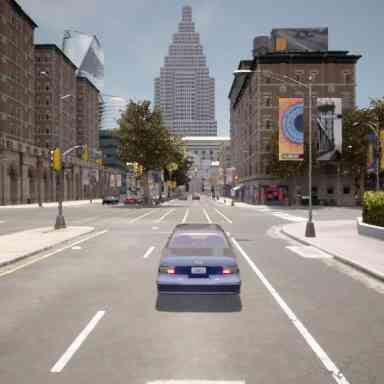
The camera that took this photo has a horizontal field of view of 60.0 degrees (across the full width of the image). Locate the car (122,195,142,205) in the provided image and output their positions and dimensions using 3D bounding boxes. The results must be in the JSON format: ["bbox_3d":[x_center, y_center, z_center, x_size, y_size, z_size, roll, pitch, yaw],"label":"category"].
[{"bbox_3d":[-10.832,1.478,59.804,1.882,1.535,5.008,0,0,1],"label":"car"}]

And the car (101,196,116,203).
[{"bbox_3d":[-17.387,1.595,69.776,1.895,1.301,4.718,0,0,1],"label":"car"}]

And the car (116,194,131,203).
[{"bbox_3d":[-14.151,1.355,68.729,2.097,1.767,4.553,0,0,1],"label":"car"}]

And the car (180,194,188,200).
[{"bbox_3d":[-2.386,1.540,89.603,2.033,1.411,5.357,0,0,1],"label":"car"}]

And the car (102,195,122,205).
[{"bbox_3d":[-14.351,1.601,58.622,1.895,1.301,4.718,0,0,1],"label":"car"}]

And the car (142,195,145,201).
[{"bbox_3d":[-10.640,1.500,69.600,1.837,1.490,4.892,0,0,1],"label":"car"}]

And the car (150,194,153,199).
[{"bbox_3d":[-10.514,1.355,79.588,2.097,1.767,4.553,0,0,1],"label":"car"}]

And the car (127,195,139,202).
[{"bbox_3d":[-14.023,1.478,78.828,1.882,1.535,5.008,0,0,1],"label":"car"}]

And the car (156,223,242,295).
[{"bbox_3d":[0.171,1.547,8.882,2.033,1.411,5.357,0,0,1],"label":"car"}]

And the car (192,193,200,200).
[{"bbox_3d":[1.118,1.350,89.961,2.097,1.767,4.553,0,0,1],"label":"car"}]
